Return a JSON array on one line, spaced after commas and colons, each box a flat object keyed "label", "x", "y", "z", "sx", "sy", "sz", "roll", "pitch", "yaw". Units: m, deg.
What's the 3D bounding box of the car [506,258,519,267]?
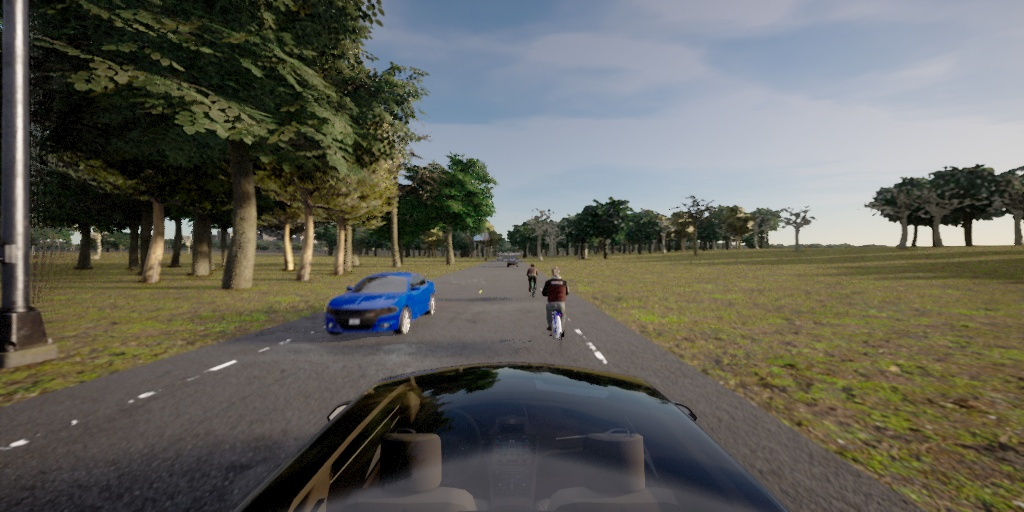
[{"label": "car", "x": 0.094, "y": 1.114, "z": 61.529, "sx": 1.837, "sy": 1.490, "sz": 4.892, "roll": 0, "pitch": 0, "yaw": 0}]

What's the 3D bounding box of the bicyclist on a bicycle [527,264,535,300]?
[{"label": "bicyclist on a bicycle", "x": 0.961, "y": 1.193, "z": 16.688, "sx": 0.582, "sy": 1.620, "sz": 1.656, "roll": 0, "pitch": 0, "yaw": 0}]

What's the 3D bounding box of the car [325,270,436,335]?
[{"label": "car", "x": -3.601, "y": 1.225, "z": 10.679, "sx": 1.882, "sy": 1.535, "sz": 5.008, "roll": 0, "pitch": 0, "yaw": 0}]

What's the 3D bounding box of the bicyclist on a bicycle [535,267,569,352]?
[{"label": "bicyclist on a bicycle", "x": 0.962, "y": 1.119, "z": 8.024, "sx": 0.659, "sy": 1.776, "sz": 1.843, "roll": 0, "pitch": 0, "yaw": 0}]
